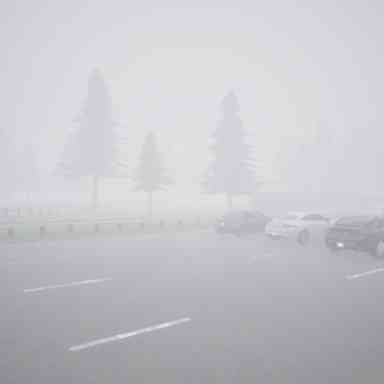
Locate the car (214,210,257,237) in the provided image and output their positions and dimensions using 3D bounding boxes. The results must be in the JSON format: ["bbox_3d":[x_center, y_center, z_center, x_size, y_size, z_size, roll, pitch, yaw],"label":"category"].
[{"bbox_3d":[3.302,1.716,19.096,4.181,1.385,1.994,1,0,-35],"label":"car"}]

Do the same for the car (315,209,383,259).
[{"bbox_3d":[7.325,1.658,13.370,4.892,1.490,1.837,0,0,-35],"label":"car"}]

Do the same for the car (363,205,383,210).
[{"bbox_3d":[15.802,1.846,28.009,4.674,1.442,1.812,0,0,-35],"label":"car"}]

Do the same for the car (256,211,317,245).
[{"bbox_3d":[5.617,1.680,16.446,4.674,1.442,1.812,0,0,-35],"label":"car"}]
